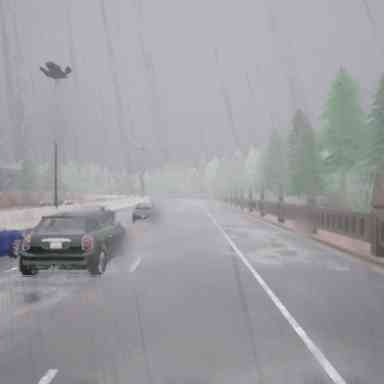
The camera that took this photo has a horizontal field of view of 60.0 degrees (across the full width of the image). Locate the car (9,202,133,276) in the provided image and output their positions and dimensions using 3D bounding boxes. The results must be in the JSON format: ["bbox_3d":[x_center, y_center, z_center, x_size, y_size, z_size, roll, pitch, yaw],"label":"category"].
[{"bbox_3d":[-3.431,1.369,10.553,2.097,1.767,4.553,0,0,0],"label":"car"}]

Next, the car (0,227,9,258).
[{"bbox_3d":[-6.935,1.495,9.863,1.882,1.535,5.008,0,-1,0],"label":"car"}]

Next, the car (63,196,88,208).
[{"bbox_3d":[-17.545,1.437,50.181,2.097,1.767,4.553,0,0,0],"label":"car"}]

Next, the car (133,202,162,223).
[{"bbox_3d":[-3.425,1.536,25.854,2.128,1.511,4.902,0,0,0],"label":"car"}]

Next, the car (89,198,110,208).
[{"bbox_3d":[-14.045,1.649,50.478,1.994,1.385,4.181,0,0,0],"label":"car"}]

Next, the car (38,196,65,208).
[{"bbox_3d":[-21.044,1.437,50.059,2.097,1.767,4.553,0,0,0],"label":"car"}]

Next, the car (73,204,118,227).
[{"bbox_3d":[-6.933,1.642,24.408,1.895,1.301,4.718,0,0,0],"label":"car"}]
